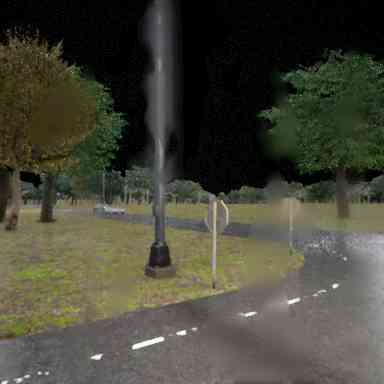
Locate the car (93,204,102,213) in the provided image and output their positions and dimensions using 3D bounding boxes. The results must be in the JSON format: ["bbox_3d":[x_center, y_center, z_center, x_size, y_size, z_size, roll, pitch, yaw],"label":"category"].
[{"bbox_3d":[-16.677,2.898,61.180,2.097,1.767,4.553,2,-2,-34],"label":"car"}]

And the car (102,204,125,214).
[{"bbox_3d":[-12.969,3.038,55.646,1.895,1.301,4.718,2,-2,-34],"label":"car"}]
